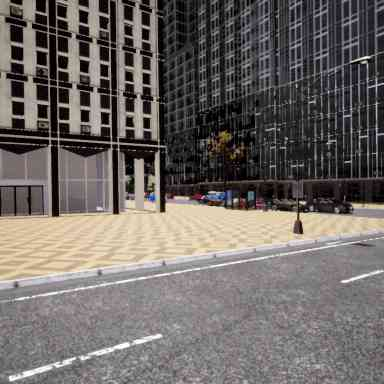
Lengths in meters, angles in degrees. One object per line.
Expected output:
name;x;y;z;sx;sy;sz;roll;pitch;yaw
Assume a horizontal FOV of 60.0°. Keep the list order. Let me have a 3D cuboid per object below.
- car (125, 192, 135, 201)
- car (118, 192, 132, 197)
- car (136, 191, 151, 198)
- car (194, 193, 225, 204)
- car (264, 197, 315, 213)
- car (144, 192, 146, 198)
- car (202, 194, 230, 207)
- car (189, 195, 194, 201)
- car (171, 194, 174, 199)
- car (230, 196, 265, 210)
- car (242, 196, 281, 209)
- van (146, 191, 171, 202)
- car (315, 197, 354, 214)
car;-12.346;1.040;67.692;2.008;1.369;4.403;0;1;-35
car;-18.354;0.689;91.162;2.008;1.369;4.403;0;1;-35
car;-11.901;0.686;81.804;1.967;1.590;4.097;0;1;-35
car;2.813;1.262;50.280;1.895;1.301;4.718;-1;1;-35
car;10.136;1.424;34.868;1.947;1.339;4.313;0;1;-35
car;-8.674;0.615;77.124;2.192;1.841;5.009;0;1;-35
car;3.744;1.320;44.270;1.947;1.339;4.313;0;1;-35
car;1.007;1.044;63.091;1.802;1.307;4.206;0;1;-35
car;-5.447;0.936;72.449;1.802;1.307;4.206;0;1;-35
car;6.923;1.388;39.559;1.802;1.307;4.206;0;1;-35
car;8.650;1.260;41.801;1.837;1.490;4.892;-1;1;-34
van;-5.891;0.937;58.332;1.690;1.788;3.998;0;1;-35
car;13.997;1.345;34.046;1.837;1.490;4.892;-1;1;-35
